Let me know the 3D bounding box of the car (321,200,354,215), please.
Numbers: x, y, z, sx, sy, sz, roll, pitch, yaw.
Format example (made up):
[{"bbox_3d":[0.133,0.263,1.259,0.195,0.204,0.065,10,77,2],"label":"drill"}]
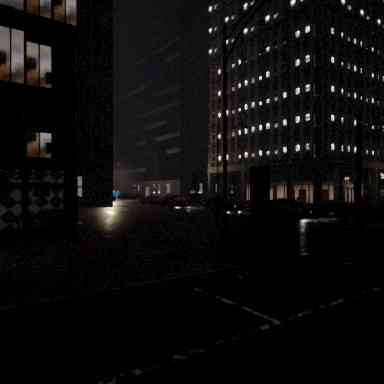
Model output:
[{"bbox_3d":[13.020,1.373,31.244,1.802,1.307,4.206,1,0,-32],"label":"car"}]

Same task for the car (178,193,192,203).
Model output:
[{"bbox_3d":[-2.464,1.054,45.167,1.882,1.535,5.008,0,1,-34],"label":"car"}]

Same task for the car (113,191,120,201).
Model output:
[{"bbox_3d":[-14.992,0.916,58.883,1.887,1.381,4.507,1,0,-35],"label":"car"}]

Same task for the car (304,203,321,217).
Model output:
[{"bbox_3d":[8.165,1.305,28.493,1.837,1.490,4.892,0,1,-32],"label":"car"}]

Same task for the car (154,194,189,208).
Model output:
[{"bbox_3d":[-2.496,1.208,40.506,1.802,1.307,4.206,1,0,-33],"label":"car"}]

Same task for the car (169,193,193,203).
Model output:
[{"bbox_3d":[-1.877,0.922,54.343,1.967,1.590,4.097,1,0,-35],"label":"car"}]

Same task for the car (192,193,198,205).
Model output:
[{"bbox_3d":[-0.766,0.906,47.935,2.097,1.767,4.553,0,1,-33],"label":"car"}]

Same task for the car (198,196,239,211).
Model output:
[{"bbox_3d":[3.146,1.185,36.456,2.128,1.511,4.902,0,1,-32],"label":"car"}]

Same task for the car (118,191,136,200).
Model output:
[{"bbox_3d":[-13.127,0.872,65.724,1.994,1.385,4.181,0,1,-36],"label":"car"}]

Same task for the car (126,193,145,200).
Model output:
[{"bbox_3d":[-11.522,0.860,67.789,1.947,1.339,4.313,1,0,-36],"label":"car"}]

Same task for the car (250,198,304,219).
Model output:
[{"bbox_3d":[6.401,1.396,26.551,1.802,1.307,4.206,1,0,-32],"label":"car"}]

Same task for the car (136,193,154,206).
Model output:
[{"bbox_3d":[-5.445,1.090,45.003,1.752,1.417,4.829,1,0,-33],"label":"car"}]
